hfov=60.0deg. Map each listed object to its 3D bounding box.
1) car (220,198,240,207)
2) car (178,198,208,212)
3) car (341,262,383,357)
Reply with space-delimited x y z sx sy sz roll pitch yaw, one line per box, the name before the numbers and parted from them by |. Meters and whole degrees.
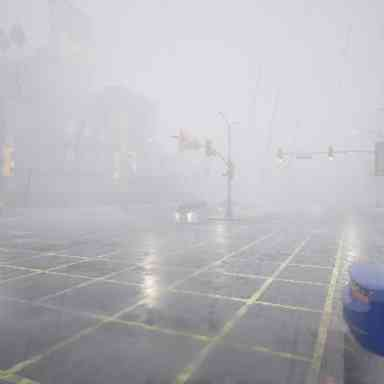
car | 5.864 1.614 51.662 1.895 1.301 4.718 0 0 25
car | 0.165 1.483 39.532 1.882 1.535 5.008 0 0 27
car | 4.516 1.495 3.931 5.008 1.535 1.882 0 0 25
